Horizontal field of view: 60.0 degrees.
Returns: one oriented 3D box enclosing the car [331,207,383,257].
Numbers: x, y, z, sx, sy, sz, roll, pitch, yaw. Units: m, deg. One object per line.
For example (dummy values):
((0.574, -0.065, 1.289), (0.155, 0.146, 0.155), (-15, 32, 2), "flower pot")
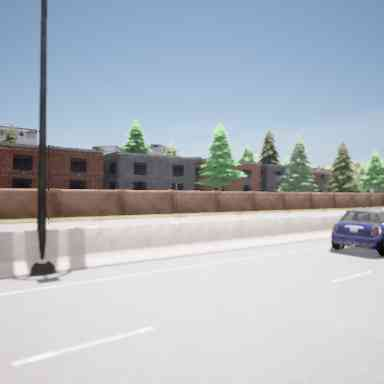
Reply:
((7.810, 1.483, 13.734), (4.553, 1.767, 2.097), (1, -1, -35), "car")
